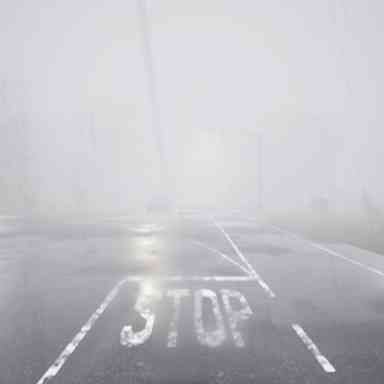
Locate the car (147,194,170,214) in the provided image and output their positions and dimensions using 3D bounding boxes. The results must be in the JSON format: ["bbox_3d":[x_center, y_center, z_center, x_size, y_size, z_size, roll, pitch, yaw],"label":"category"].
[{"bbox_3d":[-3.566,1.293,36.496,2.150,2.045,5.566,0,0,0],"label":"car"}]
